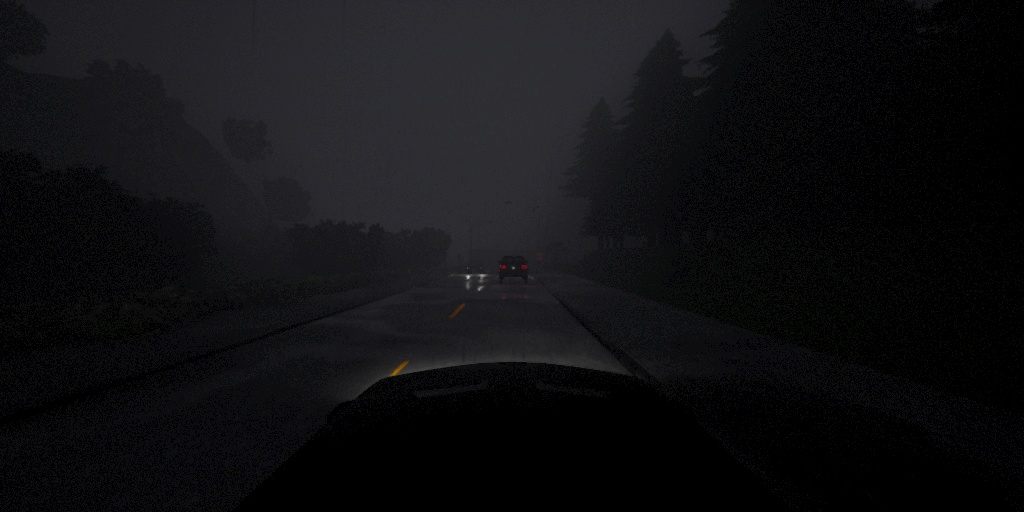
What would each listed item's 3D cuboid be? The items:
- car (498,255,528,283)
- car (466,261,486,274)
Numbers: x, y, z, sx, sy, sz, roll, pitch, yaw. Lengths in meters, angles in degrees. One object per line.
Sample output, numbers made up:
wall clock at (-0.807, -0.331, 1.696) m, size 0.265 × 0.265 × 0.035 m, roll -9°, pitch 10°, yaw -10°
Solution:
car at (0.102, 0.968, 28.347) m, size 2.150 × 2.045 × 5.566 m, roll 0°, pitch 0°, yaw 0°
car at (-4.066, 1.272, 40.828) m, size 1.812 × 1.442 × 4.674 m, roll 0°, pitch 0°, yaw 0°
